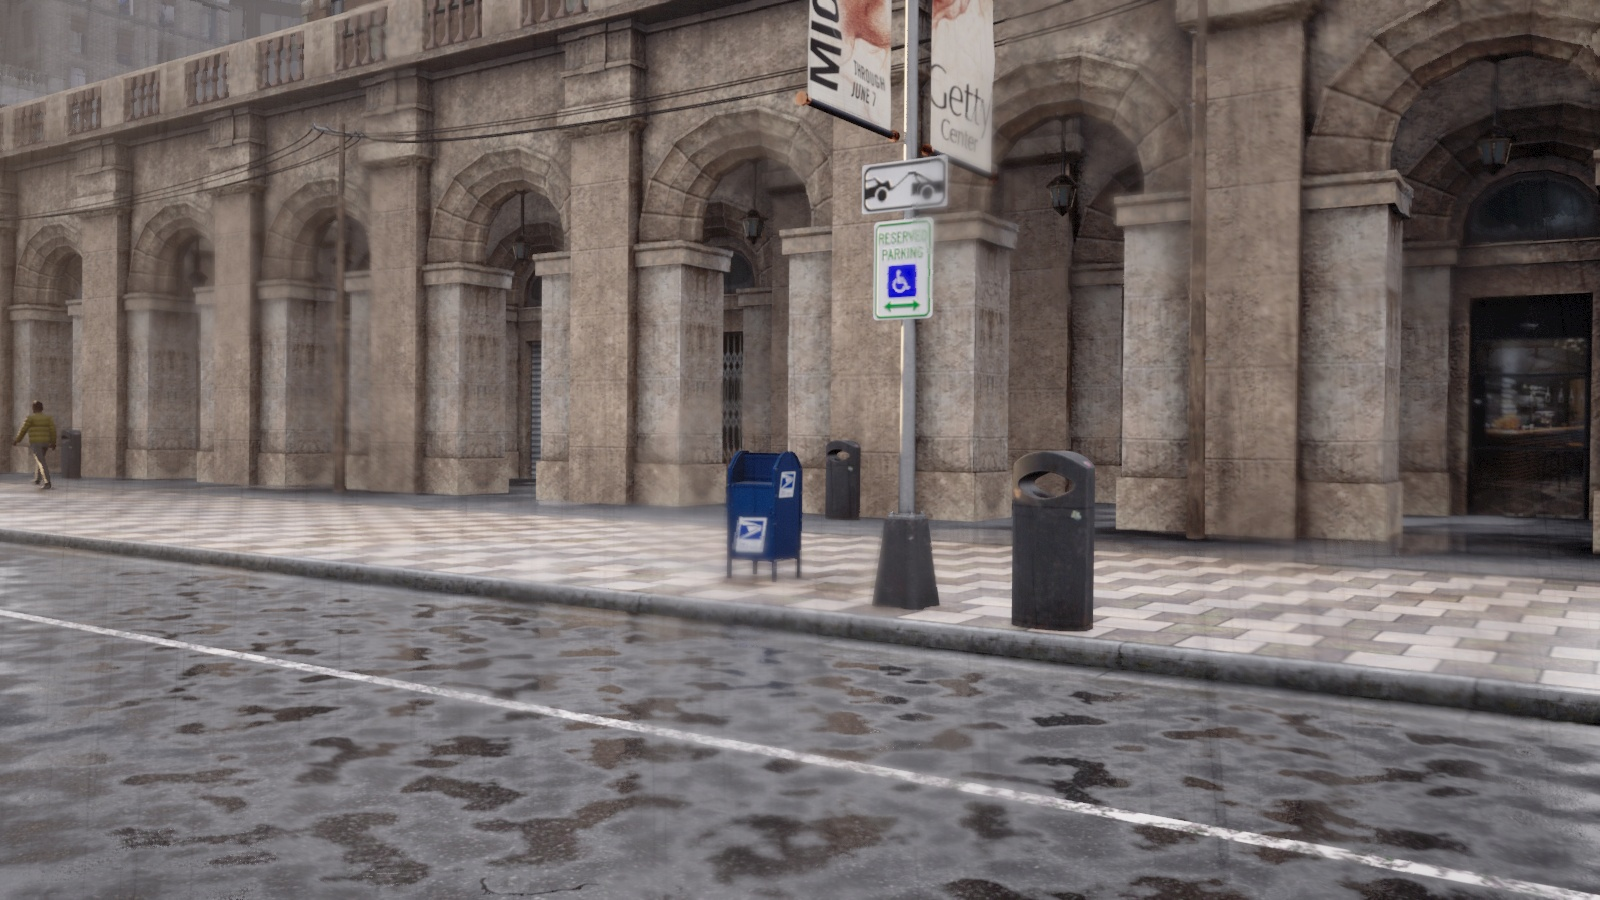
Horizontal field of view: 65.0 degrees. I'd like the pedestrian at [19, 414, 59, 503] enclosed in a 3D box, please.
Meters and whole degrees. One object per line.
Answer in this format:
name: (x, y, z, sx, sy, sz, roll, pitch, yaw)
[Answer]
pedestrian: (-15.857, 0.171, 26.173, 0.709, 1.840, 0.431, 0, 1, 33)
